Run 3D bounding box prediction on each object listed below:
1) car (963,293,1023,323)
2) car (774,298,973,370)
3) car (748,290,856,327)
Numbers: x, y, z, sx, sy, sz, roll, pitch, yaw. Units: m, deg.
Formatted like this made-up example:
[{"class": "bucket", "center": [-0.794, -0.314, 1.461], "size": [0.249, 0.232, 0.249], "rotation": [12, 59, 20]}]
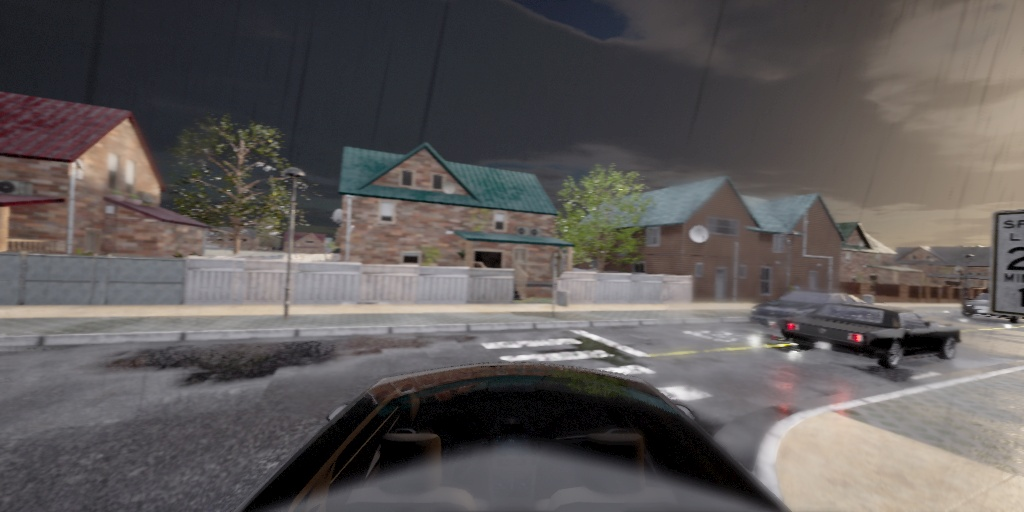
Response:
[{"class": "car", "center": [27.626, 2.865, 20.245], "size": [4.902, 1.511, 2.128], "rotation": [3, -1, -23]}, {"class": "car", "center": [9.268, 1.907, 9.195], "size": [4.718, 1.301, 1.895], "rotation": [3, 0, -23]}, {"class": "car", "center": [11.238, 1.989, 13.155], "size": [5.357, 1.411, 2.033], "rotation": [3, -1, -23]}]
